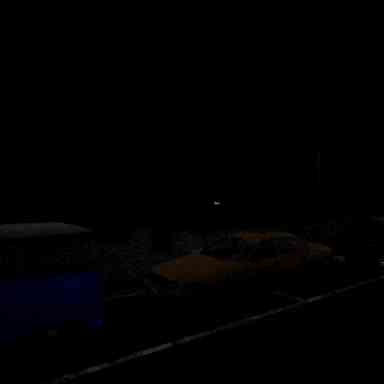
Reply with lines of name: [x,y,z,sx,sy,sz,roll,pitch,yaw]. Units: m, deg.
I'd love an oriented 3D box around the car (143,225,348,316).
car: [1.285,1.501,7.454,4.829,1.417,1.752,0,0,-35]

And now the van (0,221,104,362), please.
van: [-3.177,1.342,4.273,3.998,1.788,1.690,0,0,-35]

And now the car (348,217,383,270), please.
car: [6.022,1.515,10.834,4.313,1.339,1.947,0,0,-35]
